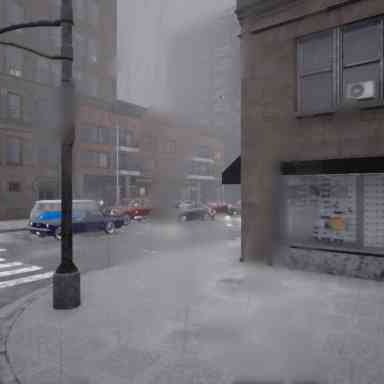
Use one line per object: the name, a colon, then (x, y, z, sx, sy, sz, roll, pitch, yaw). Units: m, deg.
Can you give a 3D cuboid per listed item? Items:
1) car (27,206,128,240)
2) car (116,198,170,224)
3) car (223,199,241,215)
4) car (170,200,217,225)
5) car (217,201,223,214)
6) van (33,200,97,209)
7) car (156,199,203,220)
car: (-5.889, 1.617, 17.332, 1.895, 1.301, 4.718, 0, 0, 37)
car: (-4.248, 1.337, 24.272, 2.192, 1.841, 5.009, 0, 0, 36)
car: (5.354, 1.383, 32.836, 2.097, 1.767, 4.553, 0, 0, 36)
car: (-0.418, 1.529, 24.862, 1.837, 1.490, 4.892, 0, 0, 36)
car: (2.307, 1.575, 33.343, 1.887, 1.381, 4.507, 0, 0, 36)
van: (-7.526, 1.358, 19.736, 1.690, 1.788, 3.998, 0, 0, 36)
car: (-0.971, 1.466, 28.808, 1.967, 1.590, 4.097, 0, 0, 36)
